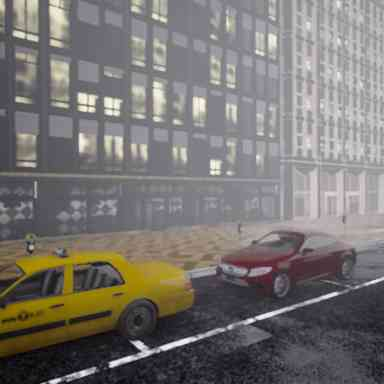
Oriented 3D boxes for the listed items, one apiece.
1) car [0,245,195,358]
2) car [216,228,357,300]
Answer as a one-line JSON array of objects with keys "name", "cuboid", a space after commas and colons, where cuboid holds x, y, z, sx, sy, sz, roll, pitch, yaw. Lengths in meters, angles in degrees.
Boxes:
[{"name": "car", "cuboid": [-2.230, 1.537, 4.973, 4.829, 1.417, 1.752, 0, 0, -36]}, {"name": "car", "cuboid": [2.531, 1.604, 8.393, 4.206, 1.307, 1.802, 0, 0, -36]}]
